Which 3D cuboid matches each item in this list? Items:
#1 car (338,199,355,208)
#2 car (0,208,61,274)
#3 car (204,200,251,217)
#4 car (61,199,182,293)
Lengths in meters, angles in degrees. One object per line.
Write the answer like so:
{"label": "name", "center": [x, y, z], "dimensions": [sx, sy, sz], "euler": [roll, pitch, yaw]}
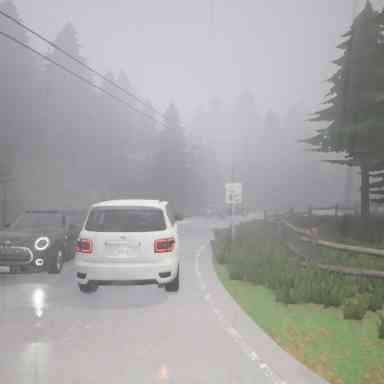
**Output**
{"label": "car", "center": [17.895, 1.453, 35.982], "dimensions": [4.902, 1.511, 2.128], "euler": [0, 0, -32]}
{"label": "car", "center": [-4.536, 1.320, 10.483], "dimensions": [2.097, 1.767, 4.553], "euler": [0, 0, 4]}
{"label": "car", "center": [3.087, 1.433, 28.633], "dimensions": [4.902, 1.511, 2.128], "euler": [0, 0, -44]}
{"label": "car", "center": [-1.435, 1.200, 9.002], "dimensions": [2.150, 2.045, 5.566], "euler": [0, 0, -3]}
